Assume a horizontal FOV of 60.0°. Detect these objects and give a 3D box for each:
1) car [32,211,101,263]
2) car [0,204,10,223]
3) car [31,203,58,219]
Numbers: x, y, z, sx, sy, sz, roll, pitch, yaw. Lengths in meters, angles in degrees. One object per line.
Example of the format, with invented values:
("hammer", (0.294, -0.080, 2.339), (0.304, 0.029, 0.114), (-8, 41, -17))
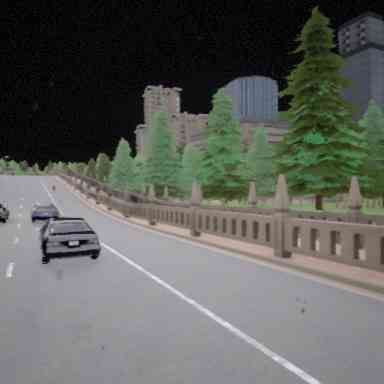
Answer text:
("car", (-4.779, 1.659, 12.582), (2.033, 1.411, 5.357), (0, 0, -26))
("car", (-15.010, 1.563, 25.220), (1.994, 1.385, 4.181), (0, 2, -26))
("car", (-11.861, 1.544, 26.739), (1.994, 1.385, 4.181), (0, 2, -26))
